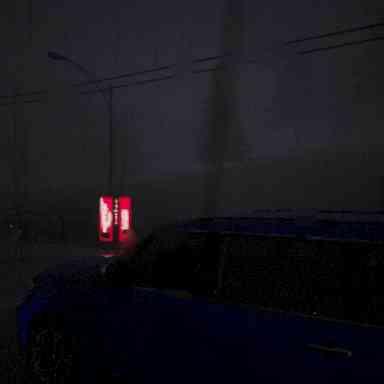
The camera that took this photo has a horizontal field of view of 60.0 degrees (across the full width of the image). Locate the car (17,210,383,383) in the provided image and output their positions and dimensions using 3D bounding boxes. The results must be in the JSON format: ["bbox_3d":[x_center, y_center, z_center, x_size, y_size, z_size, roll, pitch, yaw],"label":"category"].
[{"bbox_3d":[0.530,1.219,3.488,5.566,2.045,2.150,0,0,33],"label":"car"}]

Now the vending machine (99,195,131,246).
[{"bbox_3d":[-3.373,1.193,14.621,0.880,2.100,1.100,0,0,28],"label":"vending machine"}]

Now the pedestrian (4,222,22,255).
[{"bbox_3d":[-6.299,1.572,11.792,0.375,1.300,0.375,0,0,28],"label":"pedestrian"}]
